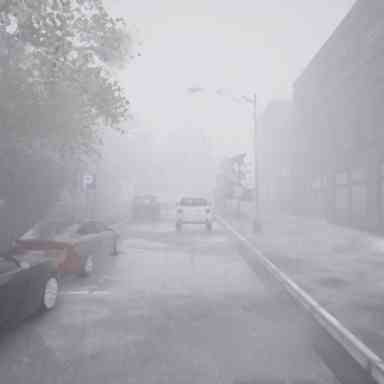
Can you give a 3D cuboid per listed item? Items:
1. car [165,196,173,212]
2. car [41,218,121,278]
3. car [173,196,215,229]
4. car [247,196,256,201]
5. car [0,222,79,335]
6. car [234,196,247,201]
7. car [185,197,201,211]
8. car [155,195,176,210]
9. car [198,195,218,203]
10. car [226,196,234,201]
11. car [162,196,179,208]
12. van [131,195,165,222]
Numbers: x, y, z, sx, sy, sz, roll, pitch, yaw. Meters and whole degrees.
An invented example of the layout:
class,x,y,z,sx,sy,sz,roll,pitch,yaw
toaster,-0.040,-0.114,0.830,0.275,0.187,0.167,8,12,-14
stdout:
class,x,y,z,sx,sy,sz,roll,pitch,yaw
car,-3.402,1.488,38.393,2.231,1.521,4.892,0,0,2
car,-3.647,1.533,10.335,2.163,1.488,4.792,0,0,2
car,0.102,1.260,21.855,2.150,2.045,5.566,0,0,0
car,14.494,1.788,84.340,5.008,1.535,2.097,1,-3,-40
car,-3.644,1.491,4.728,2.097,1.535,5.008,0,0,2
car,10.383,1.689,80.546,2.231,1.521,4.892,-4,-3,42
car,0.149,1.483,41.335,1.837,1.490,4.892,0,1,1
car,-3.400,1.337,44.101,2.185,1.767,4.553,-1,1,2
car,3.415,1.531,71.352,2.231,1.521,4.892,-2,-1,29
car,6.854,1.596,76.098,2.097,1.535,5.008,-3,-4,36
car,-3.158,1.440,49.804,2.097,1.535,5.008,0,0,2
van,-3.625,1.285,27.139,1.878,1.987,4.442,1,0,2
